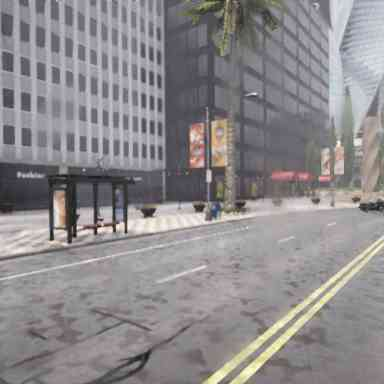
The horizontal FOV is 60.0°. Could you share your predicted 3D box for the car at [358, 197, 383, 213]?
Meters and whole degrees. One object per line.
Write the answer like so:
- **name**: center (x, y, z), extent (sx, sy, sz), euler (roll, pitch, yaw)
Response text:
- **car**: center (17.459, 1.176, 30.709), extent (4.718, 1.301, 1.895), euler (-1, 0, -33)
